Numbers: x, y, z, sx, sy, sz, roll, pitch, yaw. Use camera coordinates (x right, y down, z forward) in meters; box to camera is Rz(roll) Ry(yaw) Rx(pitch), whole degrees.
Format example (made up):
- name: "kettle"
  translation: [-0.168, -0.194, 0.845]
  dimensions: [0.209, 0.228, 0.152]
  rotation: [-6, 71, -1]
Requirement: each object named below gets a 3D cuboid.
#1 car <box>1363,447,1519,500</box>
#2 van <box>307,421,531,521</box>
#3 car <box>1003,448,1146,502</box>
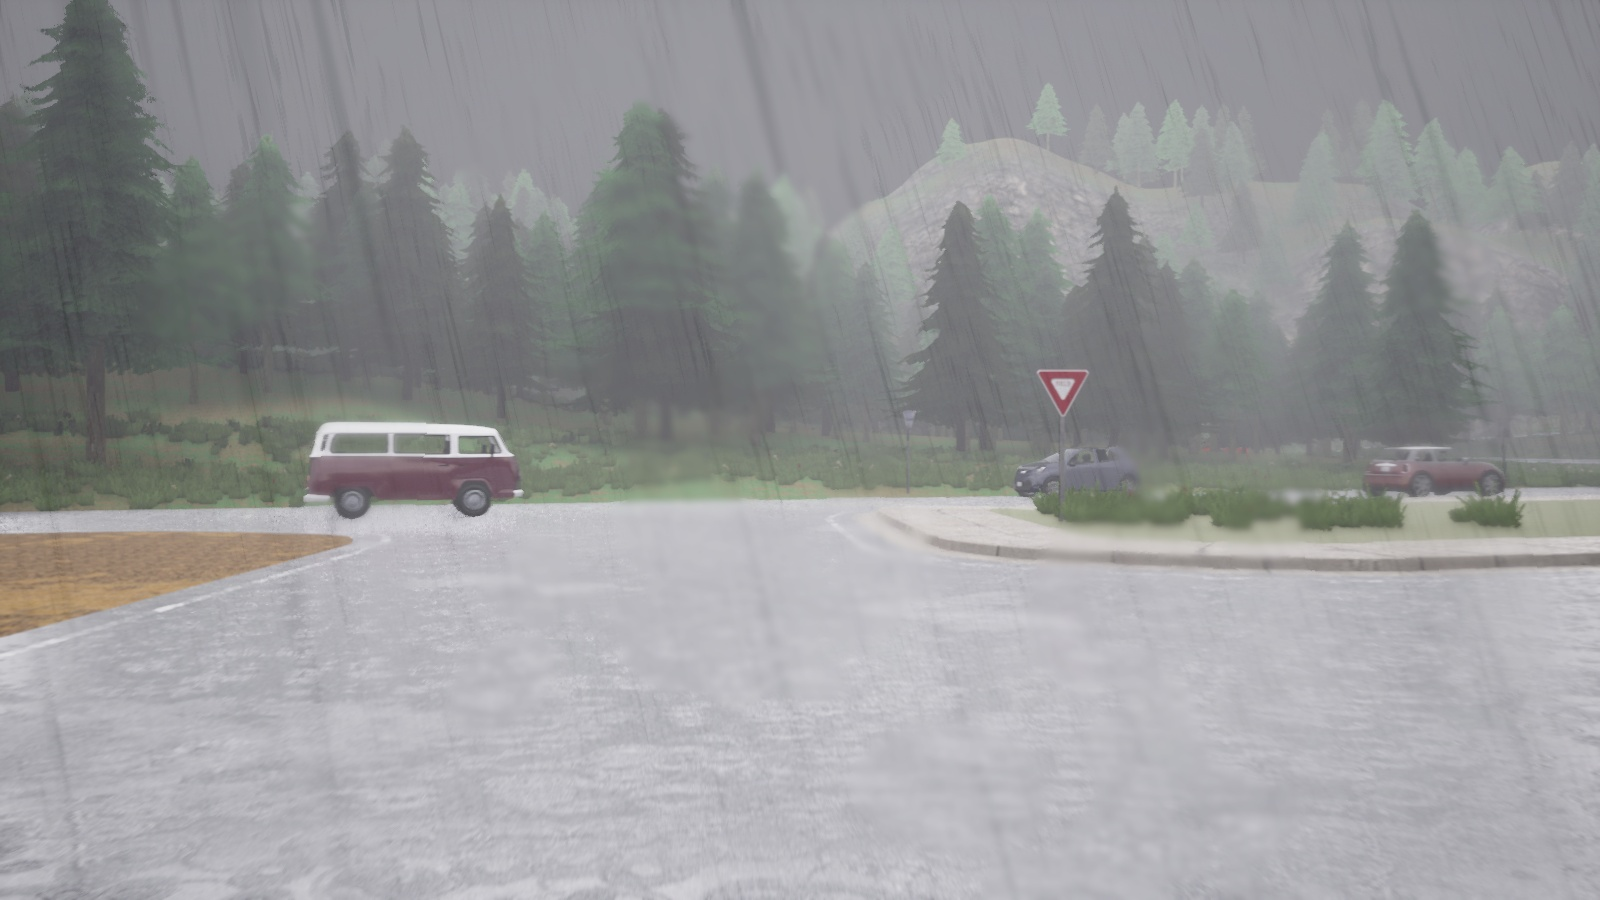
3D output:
- name: "car"
  translation: [18.699, 0.658, 36.672]
  dimensions: [3.806, 1.475, 1.970]
  rotation: [0, 0, -19]
- name: "van"
  translation: [-8.259, 0.420, 27.263]
  dimensions: [4.480, 2.038, 2.069]
  rotation: [0, 0, -19]
- name: "car"
  translation: [7.989, 0.704, 36.641]
  dimensions: [3.633, 1.501, 1.845]
  rotation: [0, 0, -19]
